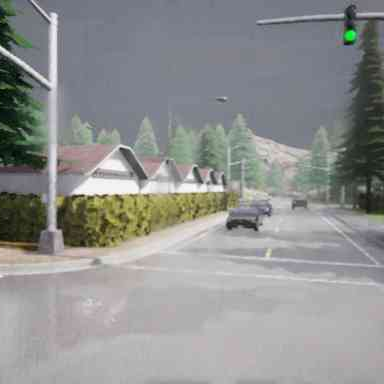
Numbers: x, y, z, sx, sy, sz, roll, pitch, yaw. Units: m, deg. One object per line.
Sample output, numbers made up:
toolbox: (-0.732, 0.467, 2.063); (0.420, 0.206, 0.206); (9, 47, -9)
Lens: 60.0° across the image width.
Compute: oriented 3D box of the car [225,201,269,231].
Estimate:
car: (3.413, 1.506, 20.776); (2.033, 1.411, 5.357); (1, 1, 17)

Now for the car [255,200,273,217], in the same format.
car: (6.252, 1.467, 30.278); (1.994, 1.385, 4.181); (1, 1, 17)

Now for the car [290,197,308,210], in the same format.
car: (13.302, 1.382, 41.251); (1.837, 1.490, 4.892); (1, 0, 15)
